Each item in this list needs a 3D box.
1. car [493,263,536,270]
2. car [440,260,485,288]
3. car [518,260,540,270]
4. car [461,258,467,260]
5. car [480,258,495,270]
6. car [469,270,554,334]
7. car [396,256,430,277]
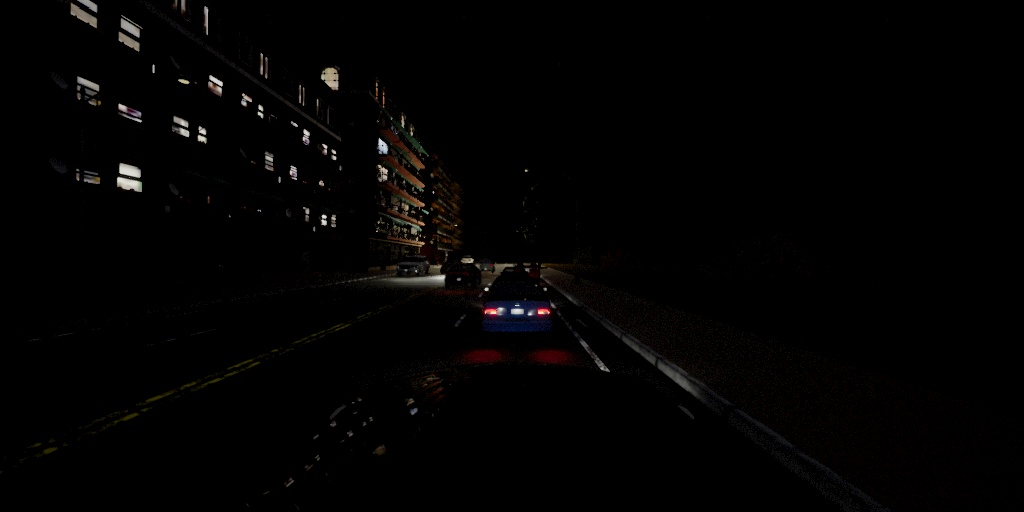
[{"bbox_3d":[0.129,1.316,20.917,1.994,1.385,4.181,0,0,1],"label":"car"},{"bbox_3d":[-3.111,1.230,23.524,1.882,1.535,5.008,0,0,0],"label":"car"},{"bbox_3d":[1.189,1.103,29.851,2.097,1.767,4.553,0,0,0],"label":"car"},{"bbox_3d":[-6.532,1.243,38.913,2.128,1.511,4.902,0,0,0],"label":"car"},{"bbox_3d":[-3.072,1.278,44.188,1.812,1.442,4.674,0,-1,0],"label":"car"},{"bbox_3d":[0.117,1.299,10.583,2.033,1.411,5.357,0,0,0],"label":"car"},{"bbox_3d":[-9.788,0.973,35.815,2.150,2.045,5.566,0,0,0],"label":"car"}]
